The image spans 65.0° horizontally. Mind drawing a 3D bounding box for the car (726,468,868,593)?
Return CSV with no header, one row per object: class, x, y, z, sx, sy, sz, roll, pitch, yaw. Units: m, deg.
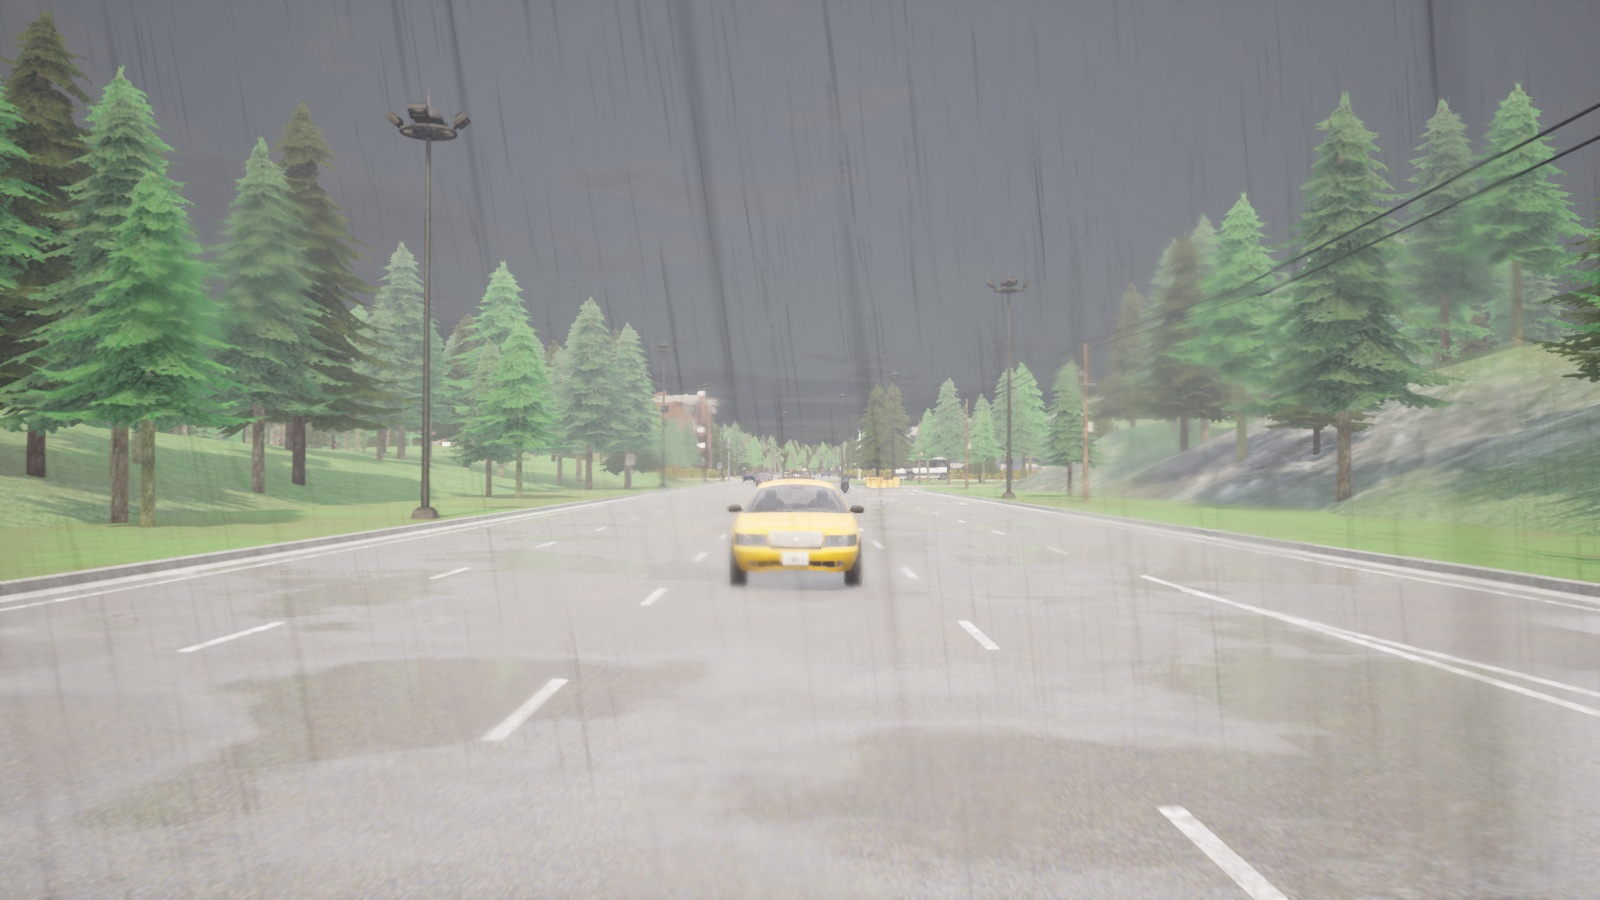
car,-0.044,1.073,18.696,1.801,1.575,5.366,0,-1,0
